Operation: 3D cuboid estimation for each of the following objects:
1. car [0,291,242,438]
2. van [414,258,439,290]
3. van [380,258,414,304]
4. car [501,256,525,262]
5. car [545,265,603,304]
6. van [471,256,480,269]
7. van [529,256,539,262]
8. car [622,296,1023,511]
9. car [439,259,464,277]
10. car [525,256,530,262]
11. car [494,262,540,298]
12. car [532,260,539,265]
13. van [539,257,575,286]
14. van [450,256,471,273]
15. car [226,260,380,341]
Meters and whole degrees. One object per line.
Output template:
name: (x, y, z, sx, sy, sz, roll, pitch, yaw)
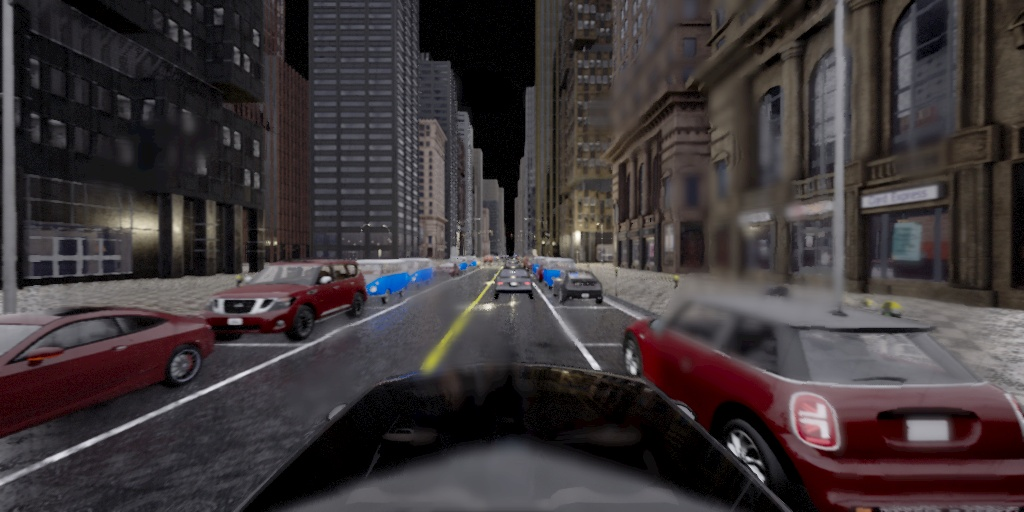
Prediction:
car: (-5.763, 1.325, 4.306, 1.802, 1.307, 4.207, 0, 0, 0)
van: (-5.775, 1.016, 21.338, 1.690, 1.789, 3.998, 0, 0, 0)
van: (-5.771, 1.038, 15.661, 1.690, 1.789, 3.998, 0, 0, 0)
car: (0.069, 1.087, 41.656, 2.128, 1.511, 4.902, 0, 0, 0)
car: (2.754, 1.243, 15.676, 2.007, 1.370, 4.403, 0, 0, 0)
van: (-5.795, 0.911, 49.725, 1.690, 1.789, 3.998, 0, 0, 0)
van: (2.742, 0.968, 32.708, 1.690, 1.789, 3.998, 0, 0, 0)
car: (2.762, 1.178, 4.320, 1.967, 1.591, 4.097, 0, 0, 0)
car: (-5.783, 1.214, 32.693, 1.802, 1.307, 4.207, 0, 0, 0)
car: (2.734, 1.026, 44.063, 1.967, 1.591, 4.097, 0, 0, 0)
car: (0.082, 1.233, 17.908, 2.033, 1.411, 5.357, 0, 0, 0)
car: (2.746, 1.194, 27.031, 1.888, 1.381, 4.507, 0, 0, 0)
van: (2.750, 1.011, 21.354, 1.690, 1.789, 3.998, 0, 0, 0)
van: (-5.787, 0.952, 38.371, 1.690, 1.789, 3.998, 0, 0, 0)
car: (-5.767, 1.035, 9.983, 2.192, 1.841, 5.009, 0, 0, 0)
